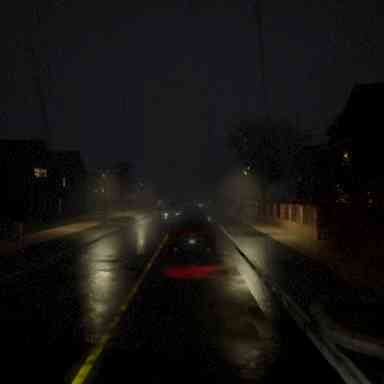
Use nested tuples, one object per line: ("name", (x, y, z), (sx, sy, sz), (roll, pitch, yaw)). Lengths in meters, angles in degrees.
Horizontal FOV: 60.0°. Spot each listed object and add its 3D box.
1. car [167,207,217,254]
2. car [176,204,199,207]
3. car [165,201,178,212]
("car", (0.030, 1.625, 14.256), (1.882, 1.535, 5.008), (0, 0, 1))
("car", (0.010, 1.850, 27.503), (2.033, 1.411, 5.357), (0, -1, 0))
("car", (-2.771, 2.057, 47.278), (1.882, 1.535, 5.008), (0, -1, 0))
